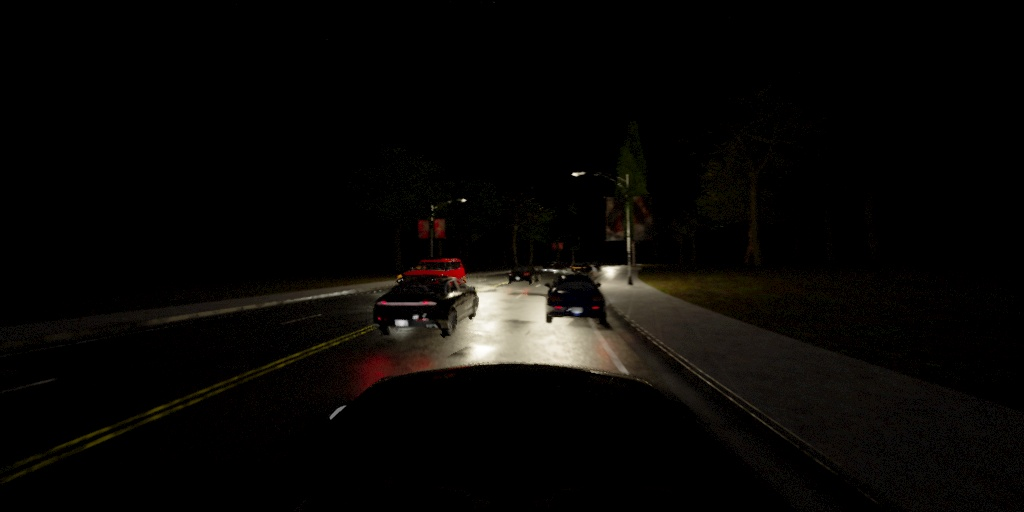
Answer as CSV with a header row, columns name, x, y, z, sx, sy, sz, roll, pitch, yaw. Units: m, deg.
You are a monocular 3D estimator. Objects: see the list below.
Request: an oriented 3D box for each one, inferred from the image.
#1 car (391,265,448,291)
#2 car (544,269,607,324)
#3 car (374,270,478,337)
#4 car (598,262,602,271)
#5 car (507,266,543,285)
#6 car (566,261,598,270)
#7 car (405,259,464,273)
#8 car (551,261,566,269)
name,x,y,z,sx,sy,sz,roll,pitch,yaw
car,-6.489,1.516,25.926,1.882,1.535,5.008,-1,0,13
car,2.090,1.350,12.213,1.812,1.442,4.674,-1,0,7
car,-2.282,1.349,10.689,2.128,1.511,4.902,-1,-1,6
car,11.198,1.441,49.315,1.837,1.490,4.892,-1,0,20
car,0.989,1.473,28.402,1.812,1.442,4.674,-1,0,14
car,7.740,1.402,39.420,2.128,1.511,4.902,-1,0,20
car,-4.342,1.186,20.470,2.150,2.045,5.566,-1,0,11
car,8.543,1.574,60.853,1.882,1.535,5.008,-1,0,21
